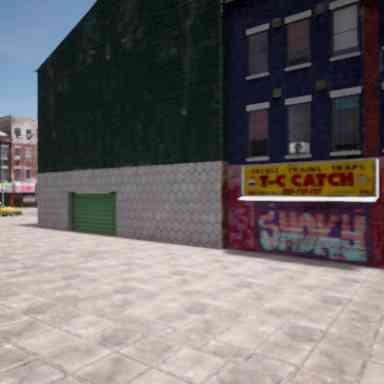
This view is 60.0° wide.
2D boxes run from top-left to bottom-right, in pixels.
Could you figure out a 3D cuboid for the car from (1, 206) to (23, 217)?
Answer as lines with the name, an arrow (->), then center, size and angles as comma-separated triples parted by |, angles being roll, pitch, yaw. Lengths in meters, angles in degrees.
car -> -17.418, 1.557, 29.060 | 1.752, 1.417, 4.829 | -1, -1, 35
